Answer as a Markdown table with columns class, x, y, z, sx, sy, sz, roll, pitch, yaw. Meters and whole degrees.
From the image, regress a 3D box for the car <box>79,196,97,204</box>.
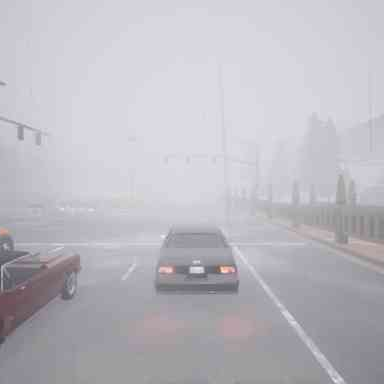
| class | x | y | z | sx | sy | sz | roll | pitch | yaw |
| --- | --- | --- | --- | --- | --- | --- | --- | --- | --- |
| car | -21.085 | 1.525 | 67.558 | 2.128 | 1.511 | 4.902 | 0 | 0 | 0 |

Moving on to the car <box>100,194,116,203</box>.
| class | x | y | z | sx | sy | sz | roll | pitch | yaw |
| --- | --- | --- | --- | --- | --- | --- | --- | --- | --- |
| car | -17.587 | 1.355 | 69.694 | 2.097 | 1.767 | 4.553 | 0 | 0 | 0 |

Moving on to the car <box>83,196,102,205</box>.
| class | x | y | z | sx | sy | sz | roll | pitch | yaw |
| --- | --- | --- | --- | --- | --- | --- | --- | --- | --- |
| car | -17.638 | 1.478 | 59.395 | 1.882 | 1.535 | 5.008 | 0 | 0 | 0 |

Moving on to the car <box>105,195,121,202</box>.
| class | x | y | z | sx | sy | sz | roll | pitch | yaw |
| --- | --- | --- | --- | --- | --- | --- | --- | --- | --- |
| car | -14.147 | 1.601 | 57.310 | 1.895 | 1.301 | 4.718 | 0 | 0 | 0 |

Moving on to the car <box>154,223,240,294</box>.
| class | x | y | z | sx | sy | sz | roll | pitch | yaw |
| --- | --- | --- | --- | --- | --- | --- | --- | --- | --- |
| car | 0.089 | 1.547 | 8.910 | 2.033 | 1.411 | 5.357 | 0 | 0 | 0 |

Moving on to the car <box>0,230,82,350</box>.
| class | x | y | z | sx | sy | sz | roll | pitch | yaw |
| --- | --- | --- | --- | --- | --- | --- | --- | --- | --- |
| car | -3.406 | 1.601 | 5.453 | 1.895 | 1.301 | 4.718 | 0 | 0 | 0 |

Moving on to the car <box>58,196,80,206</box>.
| class | x | y | z | sx | sy | sz | roll | pitch | yaw |
| --- | --- | --- | --- | --- | --- | --- | --- | --- | --- |
| car | -21.143 | 1.478 | 57.218 | 1.882 | 1.535 | 5.008 | 0 | 0 | 0 |

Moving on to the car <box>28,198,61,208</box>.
| class | x | y | z | sx | sy | sz | roll | pitch | yaw |
| --- | --- | --- | --- | --- | --- | --- | --- | --- | --- |
| car | -21.157 | 1.547 | 47.347 | 2.033 | 1.411 | 5.357 | 0 | 0 | 0 |

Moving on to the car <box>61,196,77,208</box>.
| class | x | y | z | sx | sy | sz | roll | pitch | yaw |
| --- | --- | --- | --- | --- | --- | --- | --- | --- | --- |
| car | -17.641 | 1.526 | 49.360 | 1.812 | 1.442 | 4.674 | 0 | 0 | 0 |

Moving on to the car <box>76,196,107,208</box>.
| class | x | y | z | sx | sy | sz | roll | pitch | yaw |
| --- | --- | --- | --- | --- | --- | --- | --- | --- | --- |
| car | -14.157 | 1.547 | 47.238 | 2.033 | 1.411 | 5.357 | 0 | 0 | 0 |

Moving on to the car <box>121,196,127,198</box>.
| class | x | y | z | sx | sy | sz | roll | pitch | yaw |
| --- | --- | --- | --- | --- | --- | --- | --- | --- | --- |
| car | -14.086 | 1.491 | 67.754 | 2.128 | 1.511 | 4.902 | 0 | 0 | 0 |

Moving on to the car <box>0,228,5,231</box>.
| class | x | y | z | sx | sy | sz | roll | pitch | yaw |
| --- | --- | --- | --- | --- | --- | --- | --- | --- | --- |
| car | -6.911 | 1.352 | 9.116 | 2.097 | 1.767 | 4.553 | 0 | 0 | 0 |
